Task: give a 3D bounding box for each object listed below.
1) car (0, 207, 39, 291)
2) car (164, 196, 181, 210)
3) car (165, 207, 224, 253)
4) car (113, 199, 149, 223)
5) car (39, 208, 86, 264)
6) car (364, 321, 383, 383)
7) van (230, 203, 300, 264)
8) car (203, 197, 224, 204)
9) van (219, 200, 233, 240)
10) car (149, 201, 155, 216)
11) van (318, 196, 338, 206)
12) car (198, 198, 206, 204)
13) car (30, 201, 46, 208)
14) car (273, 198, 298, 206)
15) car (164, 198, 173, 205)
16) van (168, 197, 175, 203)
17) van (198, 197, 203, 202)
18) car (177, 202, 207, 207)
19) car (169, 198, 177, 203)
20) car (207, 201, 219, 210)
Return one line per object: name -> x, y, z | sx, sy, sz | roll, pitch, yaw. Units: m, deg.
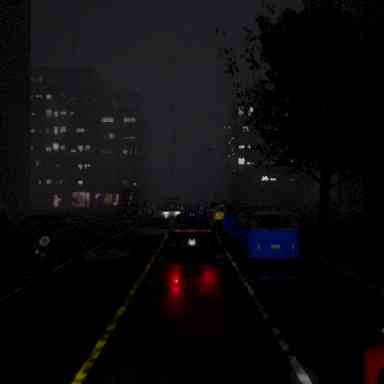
car -> -5.317, 1.376, 6.490 | 2.192, 1.841, 5.009 | 0, -1, 0
car -> -2.760, 1.649, 48.295 | 2.150, 2.045, 5.566 | 0, -1, 0
car -> 0.001, 1.625, 14.294 | 2.128, 1.511, 4.902 | 0, 0, 0
car -> -5.319, 1.577, 28.679 | 2.192, 1.841, 5.009 | 0, -1, 0
car -> -5.317, 1.552, 12.036 | 1.967, 1.590, 4.097 | 0, -1, 0
car -> 2.568, 1.325, 0.942 | 2.192, 1.841, 5.009 | 0, -1, 0
van -> 2.563, 1.453, 12.038 | 1.690, 1.788, 3.998 | 0, -1, 0
car -> 2.561, 1.627, 34.227 | 2.192, 1.841, 5.009 | 0, -1, 0
van -> 2.562, 1.503, 17.585 | 1.690, 1.788, 3.998 | 0, -1, 0
car -> -5.319, 1.752, 34.225 | 1.967, 1.590, 4.097 | 0, -1, 0
van -> 22.943, 1.503, 54.777 | 3.998, 1.788, 1.690 | -1, 0, 0
car -> 2.650, 2.329, 88.946 | 1.887, 1.381, 4.507 | 0, 0, 0
car -> -26.174, 2.271, 54.749 | 4.097, 1.590, 1.967 | -1, 0, 0
car -> 17.584, 1.847, 62.655 | 4.507, 1.381, 1.887 | -1, 0, 0
car -> -5.453, 2.130, 77.783 | 1.967, 1.590, 4.097 | 0, 0, 0
van -> -5.419, 2.126, 88.947 | 1.690, 1.788, 3.998 | 0, 0, 0
van -> 2.686, 2.073, 82.744 | 1.690, 1.788, 3.998 | 0, 0, 0
car -> 0.000, 1.832, 29.282 | 1.994, 1.385, 4.181 | 0, 0, 0
car -> -5.373, 2.414, 94.526 | 1.802, 1.307, 4.206 | 0, 0, 0
car -> 2.561, 1.789, 28.848 | 1.752, 1.417, 4.829 | 0, -1, 0
